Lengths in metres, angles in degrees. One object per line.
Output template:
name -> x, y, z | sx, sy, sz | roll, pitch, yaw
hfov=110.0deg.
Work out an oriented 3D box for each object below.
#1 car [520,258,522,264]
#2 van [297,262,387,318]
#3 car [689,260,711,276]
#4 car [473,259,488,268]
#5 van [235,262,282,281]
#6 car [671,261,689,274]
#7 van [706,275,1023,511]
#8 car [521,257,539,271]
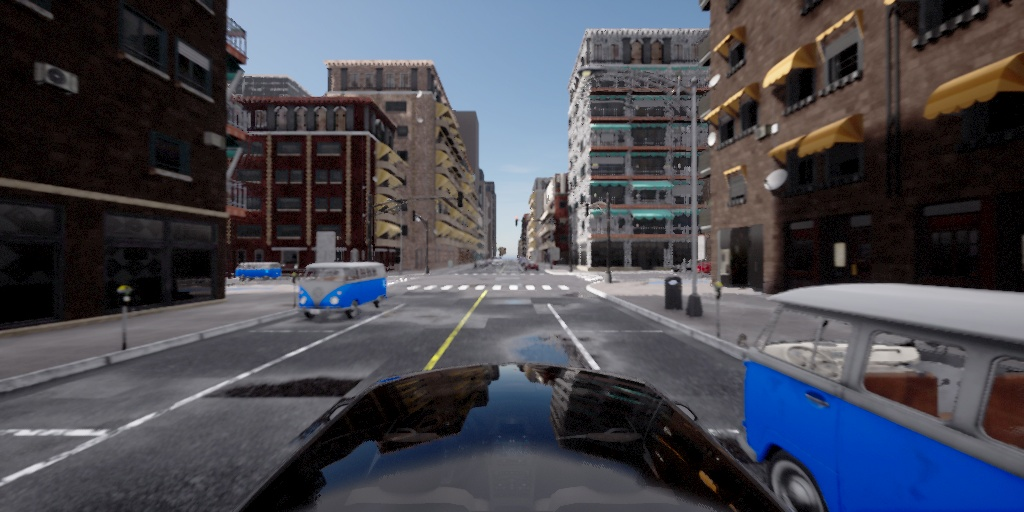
car -> 2.727, 1.372, 56.075 | 2.007, 1.370, 4.403 | 0, 0, 0
van -> -5.795, 1.104, 12.651 | 1.690, 1.789, 3.998 | 0, 0, 0
car -> 18.147, 0.921, 30.275 | 5.008, 1.535, 1.882 | -1, 0, 0
car -> -5.650, 1.381, 61.615 | 2.007, 1.370, 4.403 | 0, 0, 0
van -> -25.344, 1.543, 35.914 | 3.998, 1.789, 1.690 | 0, 0, 0
car -> 18.293, 1.052, 36.091 | 4.313, 1.339, 1.948 | 0, 0, 0
van -> 2.690, 1.090, 1.373 | 1.690, 1.789, 3.998 | 0, 0, 0
car -> 2.723, 1.253, 50.541 | 1.967, 1.591, 4.097 | 0, 0, 0
